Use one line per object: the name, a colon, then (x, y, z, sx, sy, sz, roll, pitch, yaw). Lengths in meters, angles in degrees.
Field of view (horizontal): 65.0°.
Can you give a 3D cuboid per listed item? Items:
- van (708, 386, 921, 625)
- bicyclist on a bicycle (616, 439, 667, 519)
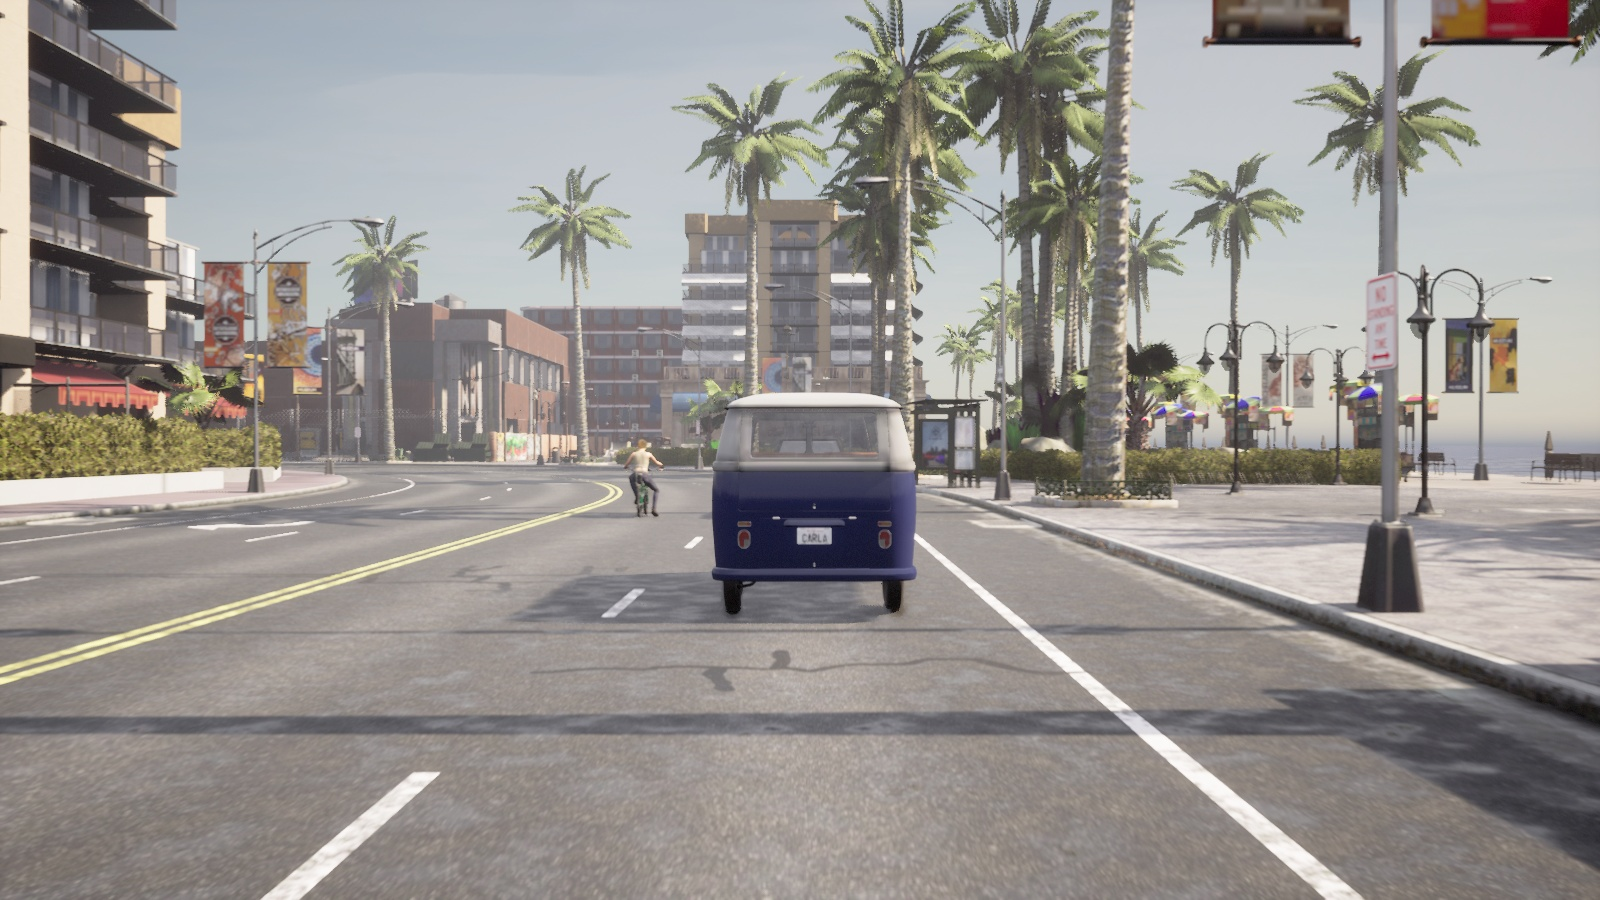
van: (0.113, 0.449, 12.684, 1.775, 1.987, 4.442, 0, 0, 0)
bicyclist on a bicycle: (-3.277, 0.576, 26.079, 0.866, 1.612, 1.509, 0, 0, 0)
